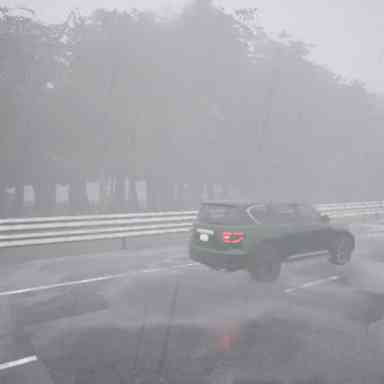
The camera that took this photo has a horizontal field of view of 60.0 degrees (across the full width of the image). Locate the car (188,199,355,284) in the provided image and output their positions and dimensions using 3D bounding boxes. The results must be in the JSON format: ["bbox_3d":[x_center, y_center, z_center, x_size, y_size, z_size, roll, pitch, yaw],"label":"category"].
[{"bbox_3d":[2.489,1.208,9.816,5.566,2.045,2.150,0,0,-35],"label":"car"}]
